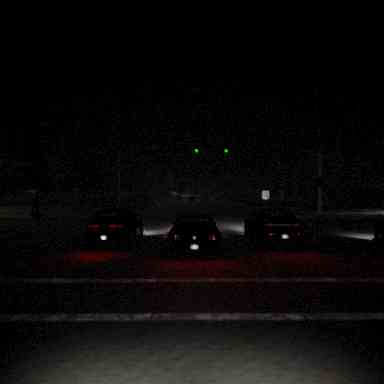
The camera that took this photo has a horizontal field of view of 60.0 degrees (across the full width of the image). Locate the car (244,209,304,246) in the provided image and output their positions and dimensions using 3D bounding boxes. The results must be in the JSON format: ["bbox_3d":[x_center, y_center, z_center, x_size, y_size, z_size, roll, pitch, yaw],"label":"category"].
[{"bbox_3d":[3.595,1.502,15.256,2.128,1.511,4.902,0,0,0],"label":"car"}]

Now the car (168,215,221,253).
[{"bbox_3d":[0.095,1.610,13.741,1.895,1.301,4.718,0,0,0],"label":"car"}]

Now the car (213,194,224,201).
[{"bbox_3d":[6.982,1.576,85.783,1.812,1.442,4.674,0,0,0],"label":"car"}]

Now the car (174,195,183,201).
[{"bbox_3d":[-3.518,1.588,85.364,2.033,1.411,5.357,0,0,0],"label":"car"}]

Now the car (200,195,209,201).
[{"bbox_3d":[3.482,1.588,85.366,2.033,1.411,5.357,0,0,0],"label":"car"}]

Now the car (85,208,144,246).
[{"bbox_3d":[-3.405,1.515,15.231,1.837,1.490,4.892,0,0,0],"label":"car"}]

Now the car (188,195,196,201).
[{"bbox_3d":[-0.018,1.573,85.365,2.128,1.511,4.902,0,0,0],"label":"car"}]

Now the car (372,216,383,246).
[{"bbox_3d":[8.533,1.515,13.285,1.837,1.490,4.892,-2,-1,23],"label":"car"}]
